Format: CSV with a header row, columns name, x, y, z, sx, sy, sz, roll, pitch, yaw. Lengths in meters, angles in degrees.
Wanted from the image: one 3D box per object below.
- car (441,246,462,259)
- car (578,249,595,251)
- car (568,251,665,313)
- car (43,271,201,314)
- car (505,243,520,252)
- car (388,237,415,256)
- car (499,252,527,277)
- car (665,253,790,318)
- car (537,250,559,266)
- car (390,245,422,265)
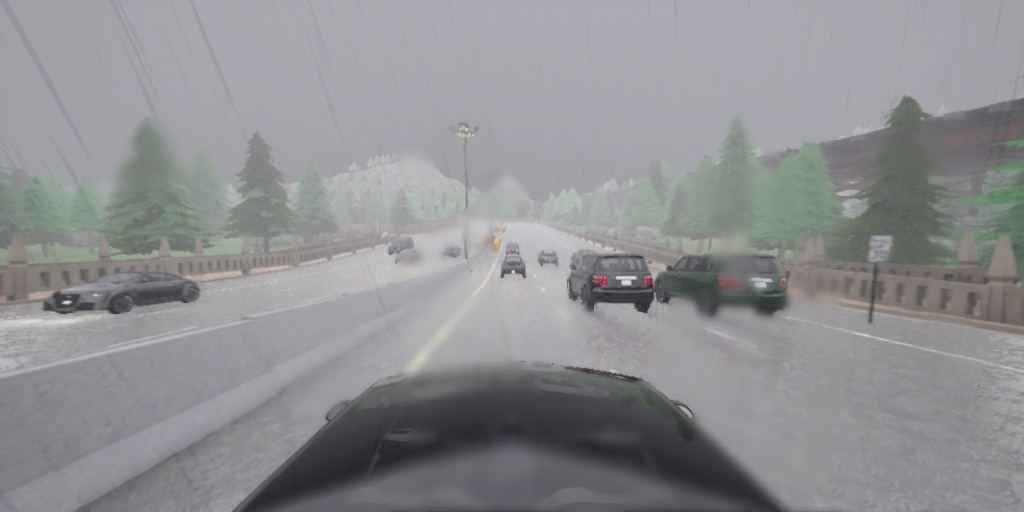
name,x,y,z,sx,sy,sz,roll,pitch,yaw
car,-7.087,-0.456,42.319,1.895,1.301,4.718,0,7,0
car,7.092,0.084,34.581,2.097,1.767,4.553,0,5,0
car,3.597,0.918,13.949,2.150,2.045,5.566,0,0,0
car,-14.101,1.269,13.351,1.994,1.385,4.181,0,0,0
car,0.098,-0.957,46.076,2.033,1.411,5.357,0,7,0
car,-14.061,-1.272,45.972,2.150,2.045,5.566,0,7,1
car,0.093,0.746,27.666,1.837,1.490,4.892,0,3,0
car,7.097,0.926,12.872,2.150,2.045,5.566,0,0,0
car,3.592,0.087,36.103,2.128,1.511,4.902,0,5,0
car,-10.597,0.037,37.006,1.812,1.442,4.674,0,5,0
